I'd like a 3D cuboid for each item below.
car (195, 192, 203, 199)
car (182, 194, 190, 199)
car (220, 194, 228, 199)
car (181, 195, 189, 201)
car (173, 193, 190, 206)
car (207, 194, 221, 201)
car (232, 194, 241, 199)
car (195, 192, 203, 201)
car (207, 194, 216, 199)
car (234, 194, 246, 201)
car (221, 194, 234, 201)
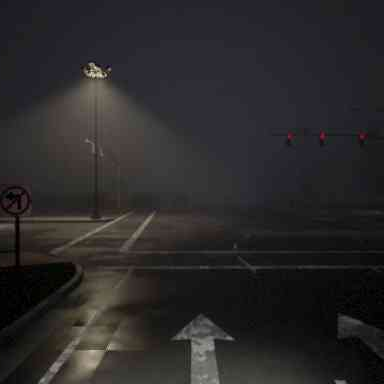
[{"bbox_3d":[1.914,0.982,93.130,2.150,2.045,5.566,0,0,0],"label":"car"},{"bbox_3d":[-1.586,1.282,93.118,2.128,1.511,4.902,0,0,0],"label":"car"},{"bbox_3d":[8.914,1.309,93.065,1.994,1.385,4.181,0,0,0],"label":"car"},{"bbox_3d":[-1.633,1.521,83.979,1.895,1.301,4.718,0,0,0],"label":"car"},{"bbox_3d":[-1.794,1.178,52.116,2.150,2.045,5.566,0,0,0],"label":"car"},{"bbox_3d":[5.367,1.281,83.883,2.097,1.767,4.553,0,0,0],"label":"car"},{"bbox_3d":[12.414,1.256,93.047,1.837,1.490,4.892,0,0,0],"label":"car"},{"bbox_3d":[1.865,1.403,83.514,1.882,1.535,5.008,0,0,0],"label":"car"},{"bbox_3d":[5.414,1.282,93.083,2.128,1.511,4.902,0,0,0],"label":"car"},{"bbox_3d":[12.367,1.403,83.877,1.882,1.535,5.008,0,0,0],"label":"car"},{"bbox_3d":[8.871,1.281,84.665,2.097,1.767,4.553,0,0,0],"label":"car"}]
